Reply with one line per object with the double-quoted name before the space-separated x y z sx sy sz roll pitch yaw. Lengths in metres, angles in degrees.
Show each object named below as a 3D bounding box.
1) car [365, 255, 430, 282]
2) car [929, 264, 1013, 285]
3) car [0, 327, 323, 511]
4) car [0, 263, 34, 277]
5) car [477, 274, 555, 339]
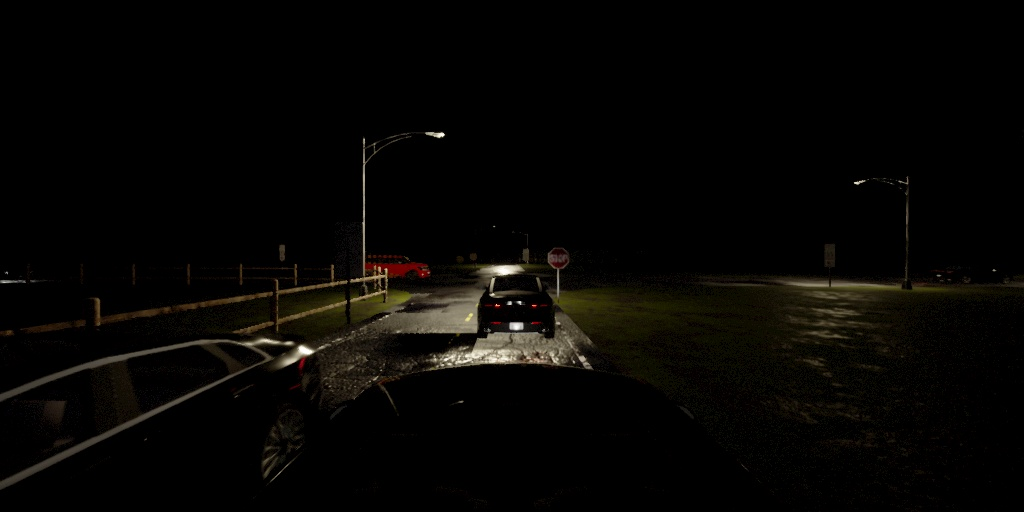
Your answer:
"car" -9.348 0.958 28.336 5.566 2.045 2.150 0 1 0
"car" 36.166 1.416 28.291 5.008 1.535 1.882 0 1 0
"car" -2.853 1.241 1.697 2.128 1.511 4.902 0 0 0
"car" -41.526 1.192 28.382 5.357 1.411 2.033 0 1 0
"car" 0.091 1.254 10.088 1.837 1.490 4.892 0 0 0
